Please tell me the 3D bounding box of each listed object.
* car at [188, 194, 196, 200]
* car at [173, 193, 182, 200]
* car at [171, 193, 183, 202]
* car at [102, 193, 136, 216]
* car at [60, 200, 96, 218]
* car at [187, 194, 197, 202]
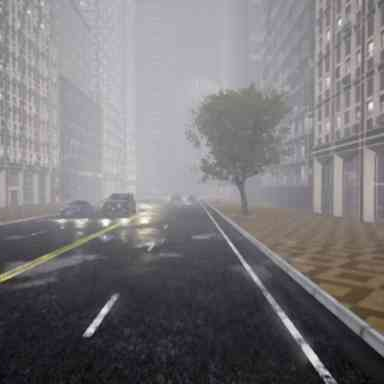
[{"bbox_3d":[0.012,1.158,77.139,1.895,1.301,4.718,0,0,0],"label":"car"},{"bbox_3d":[-3.238,1.065,77.108,1.837,1.490,4.892,0,0,0],"label":"car"},{"bbox_3d":[-3.240,1.204,66.914,1.837,1.490,4.892,0,0,0],"label":"car"},{"bbox_3d":[-6.523,1.088,30.508,2.150,2.045,5.566,0,0,1],"label":"car"},{"bbox_3d":[-9.787,1.395,28.857,1.812,1.442,4.674,0,0,0],"label":"car"},{"bbox_3d":[0.011,1.264,67.255,1.994,1.385,4.181,0,0,0],"label":"car"}]
